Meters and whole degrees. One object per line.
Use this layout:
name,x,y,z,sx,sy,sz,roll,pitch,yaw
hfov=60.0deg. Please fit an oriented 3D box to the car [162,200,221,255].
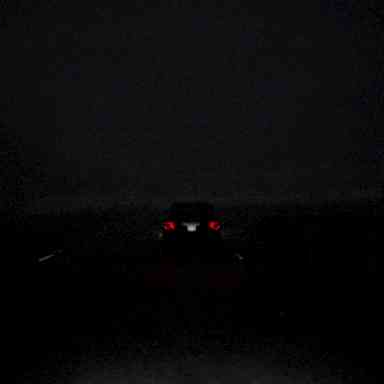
car,-0.006,1.357,14.023,2.150,2.045,5.566,0,0,0
